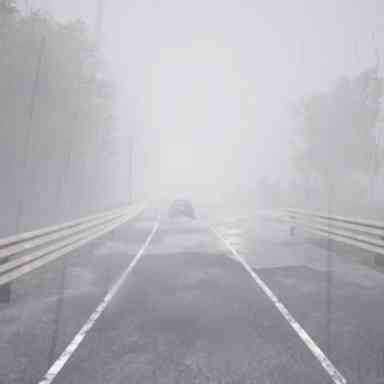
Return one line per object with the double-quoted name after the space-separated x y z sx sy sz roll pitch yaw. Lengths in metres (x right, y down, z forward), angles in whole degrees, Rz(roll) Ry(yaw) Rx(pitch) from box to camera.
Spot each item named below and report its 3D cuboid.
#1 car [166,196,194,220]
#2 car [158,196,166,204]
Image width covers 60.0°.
-0.997 1.373 29.076 2.097 1.767 4.553 0 0 -5 "car"
-5.537 1.512 64.745 1.837 1.490 4.892 0 0 -10 "car"
